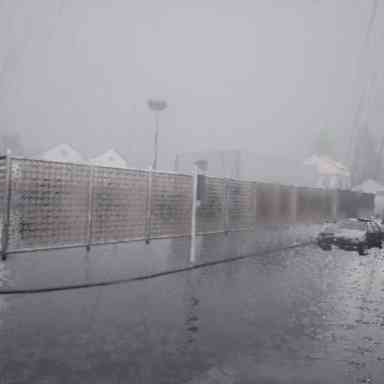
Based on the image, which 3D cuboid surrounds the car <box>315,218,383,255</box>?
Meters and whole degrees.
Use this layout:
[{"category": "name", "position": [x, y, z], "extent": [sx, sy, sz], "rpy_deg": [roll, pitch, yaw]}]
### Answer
[{"category": "car", "position": [7.703, 1.974, 15.702], "extent": [2.033, 1.411, 5.357], "rpy_deg": [2, -1, 42]}]
